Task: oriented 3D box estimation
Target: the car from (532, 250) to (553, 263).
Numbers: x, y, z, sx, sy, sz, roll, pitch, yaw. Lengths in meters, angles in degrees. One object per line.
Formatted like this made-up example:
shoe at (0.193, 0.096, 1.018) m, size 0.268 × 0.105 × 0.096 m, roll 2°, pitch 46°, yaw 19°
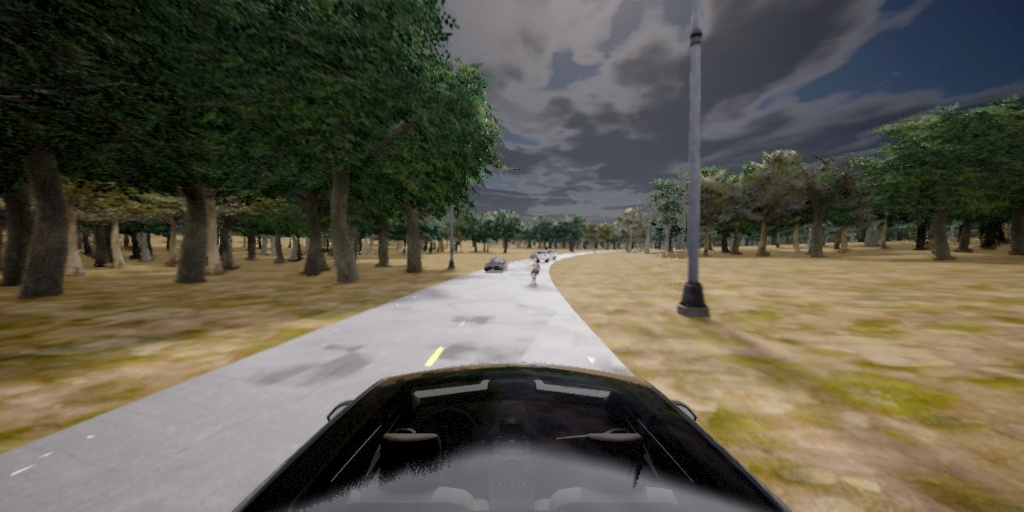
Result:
car at (5.237, 0.026, 61.720) m, size 2.150 × 2.045 × 5.566 m, roll 1°, pitch 1°, yaw 11°

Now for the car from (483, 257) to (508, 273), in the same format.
car at (-1.484, 0.824, 35.273) m, size 2.033 × 1.411 × 5.357 m, roll 1°, pitch 1°, yaw 6°

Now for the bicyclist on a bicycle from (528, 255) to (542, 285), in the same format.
bicyclist on a bicycle at (1.413, 0.940, 22.061) m, size 0.866 × 1.612 × 1.509 m, roll 1°, pitch 0°, yaw 3°
